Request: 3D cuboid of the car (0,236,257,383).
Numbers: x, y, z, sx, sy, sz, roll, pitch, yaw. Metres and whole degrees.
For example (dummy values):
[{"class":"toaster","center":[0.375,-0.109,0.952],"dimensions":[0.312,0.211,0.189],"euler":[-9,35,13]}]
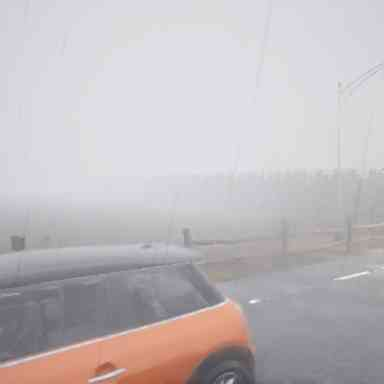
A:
[{"class":"car","center":[-1.613,1.354,2.841],"dimensions":[4.553,1.767,2.097],"euler":[1,0,-35]}]
